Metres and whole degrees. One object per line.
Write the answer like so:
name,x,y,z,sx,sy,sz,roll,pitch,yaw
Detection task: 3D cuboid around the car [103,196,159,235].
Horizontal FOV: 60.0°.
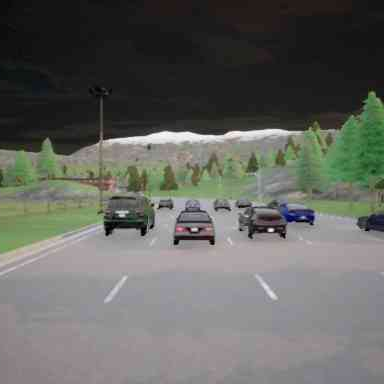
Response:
car,-3.403,1.220,18.888,2.150,2.045,5.566,0,0,0

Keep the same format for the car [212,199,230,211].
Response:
car,3.588,1.545,40.779,2.033,1.411,5.357,0,0,0

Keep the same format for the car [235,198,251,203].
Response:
car,7.087,1.561,46.039,1.994,1.385,4.181,0,0,0

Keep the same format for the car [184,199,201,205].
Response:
car,0.088,1.545,38.544,2.033,1.411,5.357,0,0,0

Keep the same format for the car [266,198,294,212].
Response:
car,10.588,1.545,40.495,2.033,1.411,5.357,0,0,0

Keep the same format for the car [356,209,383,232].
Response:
car,10.597,1.546,17.160,2.033,1.411,5.357,0,0,0

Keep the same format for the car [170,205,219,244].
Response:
car,0.096,1.546,15.811,2.033,1.411,5.357,0,0,0

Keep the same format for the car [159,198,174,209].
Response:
car,-3.412,1.490,44.042,2.128,1.511,4.902,0,0,0

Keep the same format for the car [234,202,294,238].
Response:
car,3.595,1.502,17.573,1.837,1.490,4.892,0,-1,0

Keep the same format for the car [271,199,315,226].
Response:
car,7.094,1.476,23.696,1.882,1.535,5.008,0,0,0
